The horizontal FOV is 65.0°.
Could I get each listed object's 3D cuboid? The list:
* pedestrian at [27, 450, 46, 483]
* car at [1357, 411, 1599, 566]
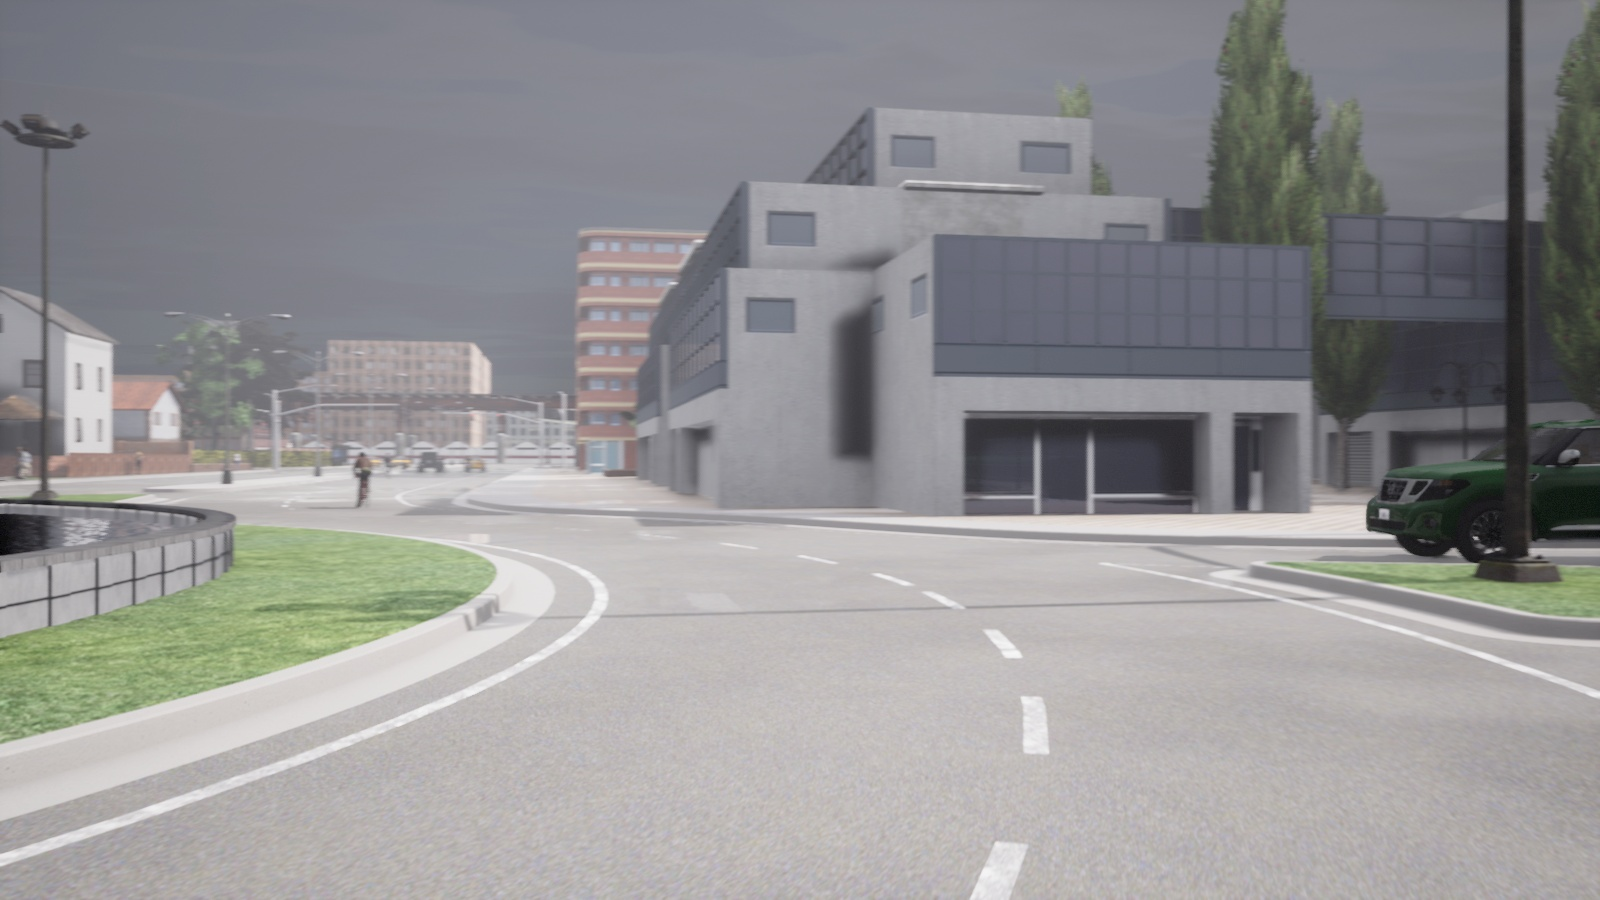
[{"bbox_3d":[-43.198,0.953,71.043,0.900,1.855,0.874,0,0,-32],"label":"pedestrian"},{"bbox_3d":[11.069,0.510,17.595,5.566,2.045,2.150,0,0,2],"label":"car"}]
